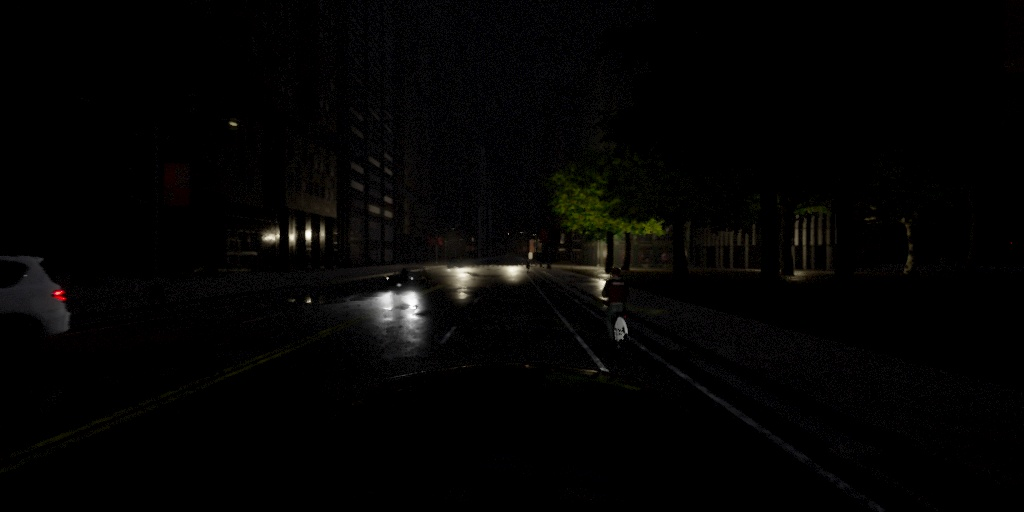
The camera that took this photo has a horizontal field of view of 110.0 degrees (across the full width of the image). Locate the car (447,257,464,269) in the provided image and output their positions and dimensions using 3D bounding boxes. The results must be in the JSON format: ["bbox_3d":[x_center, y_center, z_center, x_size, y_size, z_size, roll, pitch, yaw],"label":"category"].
[{"bbox_3d":[-9.732,1.166,62.168,2.150,2.045,5.566,0,-1,0],"label":"car"}]

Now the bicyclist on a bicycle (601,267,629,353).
[{"bbox_3d":[2.253,1.133,7.977,0.659,1.776,1.843,0,0,0],"label":"bicyclist on a bicycle"}]

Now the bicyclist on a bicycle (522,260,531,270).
[{"bbox_3d":[2.211,1.318,49.167,0.866,1.612,1.509,0,0,1],"label":"bicyclist on a bicycle"}]

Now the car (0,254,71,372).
[{"bbox_3d":[-9.848,0.975,4.711,2.150,2.045,5.566,0,0,0],"label":"car"}]

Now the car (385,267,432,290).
[{"bbox_3d":[-6.593,1.396,23.220,1.895,1.301,4.718,0,0,0],"label":"car"}]
